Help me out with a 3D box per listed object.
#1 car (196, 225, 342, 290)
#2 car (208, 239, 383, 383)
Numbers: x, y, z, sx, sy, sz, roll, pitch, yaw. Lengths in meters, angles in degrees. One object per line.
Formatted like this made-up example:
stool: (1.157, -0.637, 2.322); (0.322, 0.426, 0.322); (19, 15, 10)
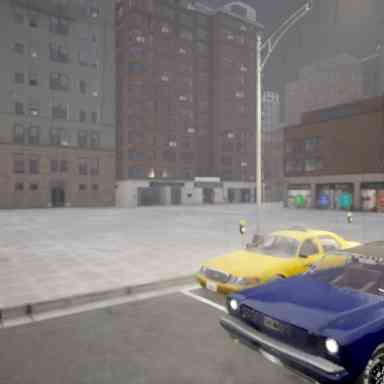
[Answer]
car: (2.344, 1.510, 7.861); (4.829, 1.417, 1.752); (0, 0, -36)
car: (2.734, 1.589, 5.061); (4.718, 1.301, 1.895); (0, 0, -34)
